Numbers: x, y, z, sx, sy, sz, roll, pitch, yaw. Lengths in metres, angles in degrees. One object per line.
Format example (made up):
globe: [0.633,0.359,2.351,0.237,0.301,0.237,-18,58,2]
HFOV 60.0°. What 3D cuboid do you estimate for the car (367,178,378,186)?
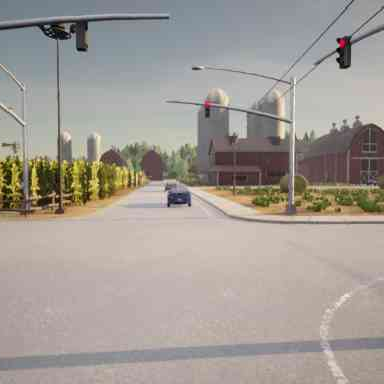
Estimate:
car: [42.331,-2.370,77.601,1.905,1.878,3.866,10,10,41]

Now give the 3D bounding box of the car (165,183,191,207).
car: [-1.126,0.332,27.659,1.882,1.535,5.008,0,3,-5]

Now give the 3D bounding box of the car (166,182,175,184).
car: [-3.367,-0.839,52.889,2.128,1.511,4.902,0,3,-5]
